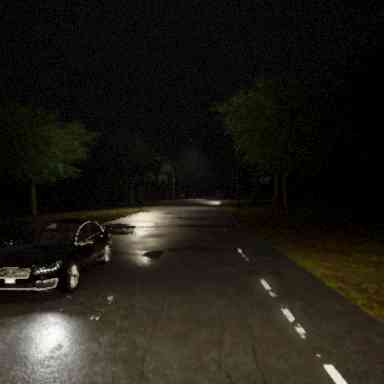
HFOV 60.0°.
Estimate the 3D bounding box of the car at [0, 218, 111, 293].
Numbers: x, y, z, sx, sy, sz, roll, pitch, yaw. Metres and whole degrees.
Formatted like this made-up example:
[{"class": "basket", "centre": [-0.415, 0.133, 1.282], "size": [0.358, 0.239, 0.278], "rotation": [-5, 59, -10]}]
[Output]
[{"class": "car", "centre": [-3.541, 1.518, 8.958], "size": [1.837, 1.490, 4.892], "rotation": [0, 0, 1]}]
